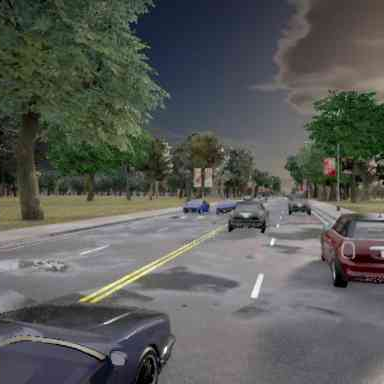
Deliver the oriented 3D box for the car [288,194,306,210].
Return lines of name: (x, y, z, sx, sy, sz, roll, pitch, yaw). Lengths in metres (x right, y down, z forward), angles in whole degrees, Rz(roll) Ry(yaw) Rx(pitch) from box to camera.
car: (13.771, 1.249, 43.789, 2.150, 2.045, 5.566, 0, 0, 16)

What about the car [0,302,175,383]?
car: (-1.775, 1.547, 1.953, 2.033, 1.411, 5.357, 0, 0, 16)

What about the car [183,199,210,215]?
car: (0.527, 1.478, 33.640, 1.882, 1.535, 5.008, 0, 0, 16)

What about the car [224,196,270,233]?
car: (3.536, 1.348, 20.079, 2.097, 1.767, 4.553, 0, 0, 16)

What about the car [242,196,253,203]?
car: (12.241, 1.599, 73.262, 1.882, 1.535, 5.008, 0, 0, 16)

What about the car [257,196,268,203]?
car: (15.360, 1.647, 72.348, 2.128, 1.511, 4.902, 0, 0, 16)

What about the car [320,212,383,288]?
car: (4.790, 1.351, 9.114, 2.097, 1.767, 4.553, 0, 0, 16)

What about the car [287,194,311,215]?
car: (10.956, 1.359, 33.962, 2.097, 1.767, 4.553, 0, 0, 17)

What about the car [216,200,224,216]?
car: (3.659, 1.479, 32.771, 1.882, 1.535, 5.008, 0, 0, 16)
